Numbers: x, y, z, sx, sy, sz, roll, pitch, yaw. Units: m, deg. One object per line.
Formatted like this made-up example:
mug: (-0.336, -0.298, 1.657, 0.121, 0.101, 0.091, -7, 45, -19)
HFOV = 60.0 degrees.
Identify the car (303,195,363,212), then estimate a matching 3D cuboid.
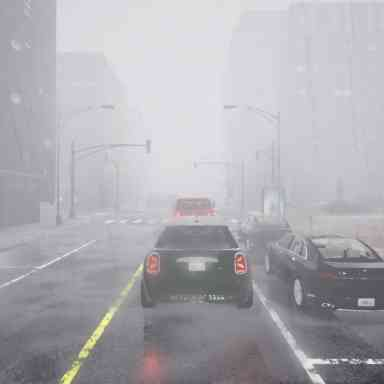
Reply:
car: (14.976, 1.385, 35.554, 5.008, 1.535, 1.882, 0, -1, 2)

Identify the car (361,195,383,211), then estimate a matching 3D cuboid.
car: (19.278, 1.228, 38.118, 5.009, 1.841, 2.192, 0, 0, 0)

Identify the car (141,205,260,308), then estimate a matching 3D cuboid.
car: (0.098, 1.354, 8.065, 2.097, 1.767, 4.553, 0, 0, 0)

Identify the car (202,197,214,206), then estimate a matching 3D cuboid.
car: (2.682, 1.604, 56.902, 1.802, 1.307, 4.206, 1, 0, 0)

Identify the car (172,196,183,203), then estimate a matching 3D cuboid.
car: (-3.024, 1.553, 70.660, 2.128, 1.511, 4.902, 0, 0, 0)

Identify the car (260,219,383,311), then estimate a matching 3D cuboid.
car: (2.828, 1.553, 7.569, 2.008, 1.369, 4.403, 1, 0, 0)

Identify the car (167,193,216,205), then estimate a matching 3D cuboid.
car: (0.082, 1.228, 17.536, 2.150, 2.045, 5.566, 0, 0, 0)

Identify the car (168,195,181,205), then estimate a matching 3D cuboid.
car: (-3.089, 1.375, 60.590, 2.097, 1.767, 4.553, 0, 0, 0)

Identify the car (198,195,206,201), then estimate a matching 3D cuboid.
car: (2.671, 1.582, 90.329, 1.887, 1.381, 4.507, 1, 0, 0)

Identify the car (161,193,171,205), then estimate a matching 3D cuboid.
car: (-3.138, 1.240, 51.021, 2.150, 2.045, 5.566, 0, 0, 0)

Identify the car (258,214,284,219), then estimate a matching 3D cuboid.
car: (2.826, 1.555, 13.139, 2.008, 1.369, 4.403, 1, 0, 0)

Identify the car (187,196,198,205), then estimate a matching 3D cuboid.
car: (0.082, 1.501, 61.444, 1.882, 1.535, 5.008, 0, 0, 0)

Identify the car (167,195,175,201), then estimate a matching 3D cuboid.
car: (-5.710, 1.603, 90.366, 1.947, 1.339, 4.313, 1, 0, 0)

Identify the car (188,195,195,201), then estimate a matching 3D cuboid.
car: (-0.031, 1.538, 90.508, 1.837, 1.490, 4.892, 0, 0, 0)

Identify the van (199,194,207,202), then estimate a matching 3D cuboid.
van: (2.677, 1.373, 79.188, 1.690, 1.788, 3.998, 1, 0, 0)

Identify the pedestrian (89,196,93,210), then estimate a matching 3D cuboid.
pedestrian: (-12.543, 1.348, 41.291, 0.375, 1.860, 0.375, 0, 0, 0)

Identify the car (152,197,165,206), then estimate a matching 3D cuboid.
car: (-5.698, 1.566, 56.940, 1.887, 1.381, 4.507, 1, 0, 0)

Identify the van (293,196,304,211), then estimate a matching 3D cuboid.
van: (13.751, 1.297, 38.155, 3.998, 1.788, 1.690, 0, 0, 0)

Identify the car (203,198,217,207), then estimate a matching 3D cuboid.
car: (2.683, 1.585, 51.331, 1.947, 1.339, 4.313, 1, 0, 0)

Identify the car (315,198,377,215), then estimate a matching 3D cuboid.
car: (13.693, 1.413, 29.774, 4.206, 1.307, 1.802, 0, 0, 0)

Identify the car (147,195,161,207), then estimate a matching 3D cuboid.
car: (-5.693, 1.334, 51.369, 2.192, 1.841, 5.009, 1, 0, 0)
